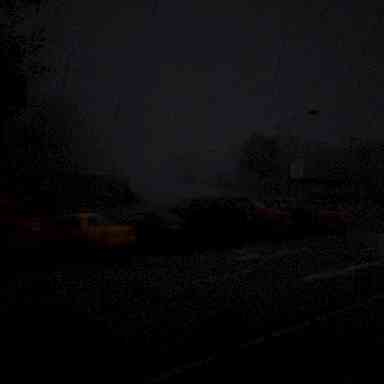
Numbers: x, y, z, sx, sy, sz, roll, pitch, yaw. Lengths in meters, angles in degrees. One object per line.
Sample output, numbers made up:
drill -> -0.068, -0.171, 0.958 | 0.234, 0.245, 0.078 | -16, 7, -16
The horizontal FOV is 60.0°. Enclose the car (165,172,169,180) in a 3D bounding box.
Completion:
car -> -4.977, -4.167, 89.714 | 2.435, 2.045, 5.566 | 1, -2, 34

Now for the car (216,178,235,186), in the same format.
car -> 7.265, -2.122, 72.654 | 2.002, 1.452, 4.674 | 7, 3, 35

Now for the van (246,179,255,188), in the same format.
van -> 12.410, -1.569, 65.138 | 1.878, 1.987, 4.442 | 7, 3, 35

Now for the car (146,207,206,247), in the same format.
car -> -1.998, 1.572, 15.065 | 4.674, 1.452, 2.002 | -1, -1, 35

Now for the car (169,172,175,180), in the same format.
car -> -3.207, -3.890, 87.365 | 2.185, 1.767, 4.553 | 4, 1, 33

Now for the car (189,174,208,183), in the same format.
car -> 2.164, -2.980, 80.167 | 1.946, 1.575, 5.366 | 7, 3, 34

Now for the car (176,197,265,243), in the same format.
car -> 0.430, 1.299, 16.823 | 5.566, 2.045, 2.435 | -1, -1, 35

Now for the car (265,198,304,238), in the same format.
car -> 2.944, 1.316, 18.527 | 5.566, 2.045, 2.435 | -1, -1, 35

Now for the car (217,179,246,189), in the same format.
car -> 6.620, -1.304, 57.946 | 1.895, 1.301, 4.718 | 2, 4, -35

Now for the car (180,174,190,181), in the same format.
car -> 0.315, -3.503, 82.428 | 2.435, 2.045, 5.566 | 7, 3, 34

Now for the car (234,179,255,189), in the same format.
car -> 10.836, -1.616, 67.869 | 1.946, 1.575, 5.366 | 7, 3, 35

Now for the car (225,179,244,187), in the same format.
car -> 9.006, -1.848, 70.190 | 2.002, 1.452, 4.674 | 7, 3, 35

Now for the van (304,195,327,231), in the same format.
van -> 5.483, 1.359, 20.197 | 4.442, 1.987, 1.878 | -1, -1, 35

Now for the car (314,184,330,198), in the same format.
car -> 21.103, -0.231, 52.913 | 2.435, 2.045, 5.566 | 7, 3, 35

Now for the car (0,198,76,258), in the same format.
car -> -6.924, 1.246, 11.611 | 5.566, 2.045, 2.435 | -1, -1, 35

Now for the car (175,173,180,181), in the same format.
car -> -1.478, -3.655, 84.894 | 2.185, 1.767, 4.553 | 6, 2, 34

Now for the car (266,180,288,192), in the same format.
car -> 15.895, -0.797, 60.301 | 2.231, 1.521, 4.892 | 7, 3, 35

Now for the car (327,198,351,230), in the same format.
car -> 7.892, 1.478, 21.946 | 4.553, 1.767, 2.185 | -1, -1, 35

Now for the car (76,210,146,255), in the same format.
car -> -4.605, 1.514, 13.438 | 5.366, 1.575, 1.946 | -1, -1, 35

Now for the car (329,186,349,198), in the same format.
car -> 22.791, 0.331, 50.439 | 2.002, 1.452, 4.674 | 7, 3, 35

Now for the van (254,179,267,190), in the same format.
van -> 14.138, -1.296, 62.665 | 1.878, 1.987, 4.442 | 7, 3, 35
